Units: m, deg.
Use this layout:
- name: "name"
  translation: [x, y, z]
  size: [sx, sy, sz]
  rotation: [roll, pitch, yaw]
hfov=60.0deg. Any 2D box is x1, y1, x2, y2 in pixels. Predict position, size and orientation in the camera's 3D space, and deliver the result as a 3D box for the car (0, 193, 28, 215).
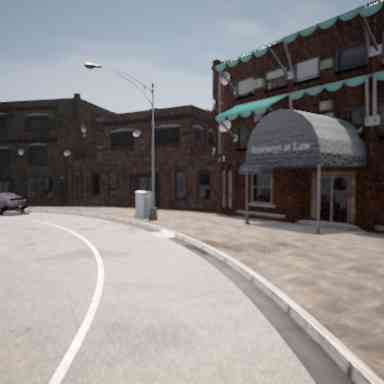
- name: "car"
  translation: [-13.884, 0.812, 23.606]
  size: [4.902, 1.511, 2.128]
  rotation: [-1, 2, 24]
